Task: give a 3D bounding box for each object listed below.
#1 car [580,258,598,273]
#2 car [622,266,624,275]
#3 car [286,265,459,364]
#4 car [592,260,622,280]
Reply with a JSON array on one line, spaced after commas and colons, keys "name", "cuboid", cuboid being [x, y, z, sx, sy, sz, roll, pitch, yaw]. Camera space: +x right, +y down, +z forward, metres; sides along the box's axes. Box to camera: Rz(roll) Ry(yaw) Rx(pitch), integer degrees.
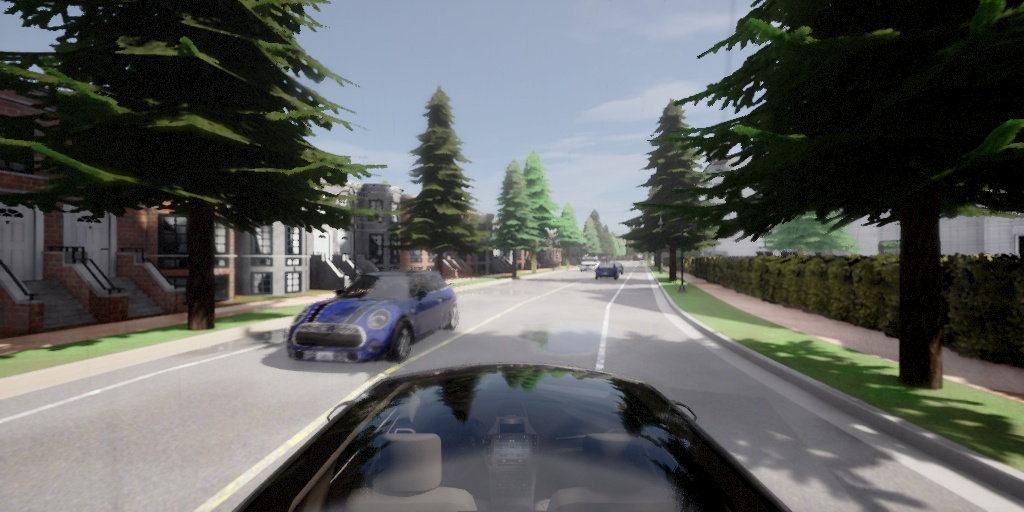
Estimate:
[{"name": "car", "cuboid": [10.825, 1.225, 49.648, 2.150, 2.045, 5.566, 0, 0, 20]}, {"name": "car", "cuboid": [12.679, 1.522, 43.905, 2.033, 1.411, 5.357, 0, 0, 19]}, {"name": "car", "cuboid": [-2.840, 1.135, 8.360, 2.097, 1.767, 4.553, 0, 0, 9]}, {"name": "car", "cuboid": [9.100, 1.399, 34.031, 1.882, 1.535, 5.008, 0, 0, 20]}]
